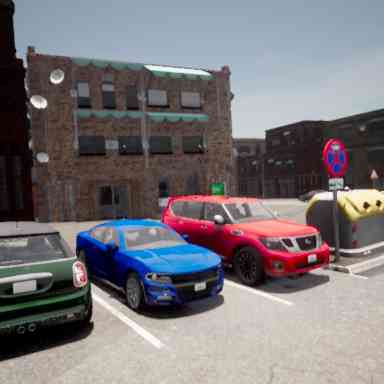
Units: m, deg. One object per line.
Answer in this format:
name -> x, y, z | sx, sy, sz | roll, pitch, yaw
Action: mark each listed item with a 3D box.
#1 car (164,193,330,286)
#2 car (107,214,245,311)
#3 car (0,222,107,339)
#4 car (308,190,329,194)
car -> 1.108, 1.154, 9.765 | 2.435, 2.045, 5.566 | -1, 1, -36
car -> -1.305, 1.454, 8.083 | 2.097, 1.535, 5.008 | -1, 0, -36
car -> -3.587, 1.353, 6.408 | 2.185, 1.767, 4.553 | 0, 0, -36
car -> 14.591, 0.508, 39.010 | 1.812, 1.442, 4.674 | -4, 0, -23
